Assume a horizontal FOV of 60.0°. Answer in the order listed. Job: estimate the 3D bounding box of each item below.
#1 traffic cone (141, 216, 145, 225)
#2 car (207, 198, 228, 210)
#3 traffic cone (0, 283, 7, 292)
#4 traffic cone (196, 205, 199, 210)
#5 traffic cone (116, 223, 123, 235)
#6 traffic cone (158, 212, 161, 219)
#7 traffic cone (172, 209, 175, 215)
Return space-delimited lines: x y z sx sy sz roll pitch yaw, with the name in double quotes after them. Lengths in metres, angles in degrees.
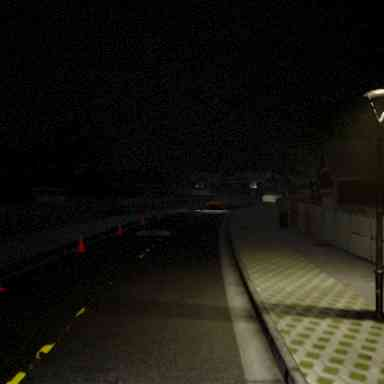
-3.326 1.959 22.687 0.340 0.580 0.340 0 0 6 "traffic cone"
3.449 1.504 43.774 1.882 1.535 5.008 0 0 19 "car"
-4.469 1.951 7.556 0.340 0.580 0.340 0 0 2 "traffic cone"
0.711 1.982 42.734 0.340 0.580 0.340 0 0 18 "traffic cone"
-3.827 1.955 17.652 0.340 0.580 0.340 0 0 5 "traffic cone"
-2.703 1.963 27.719 0.340 0.580 0.340 0 0 8 "traffic cone"
-1.845 1.968 32.785 0.340 0.580 0.340 0 0 11 "traffic cone"
